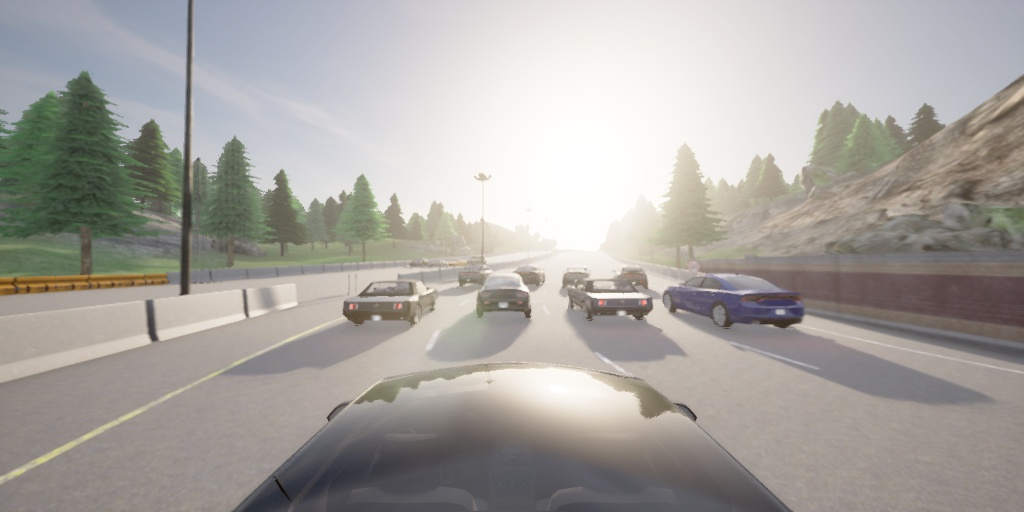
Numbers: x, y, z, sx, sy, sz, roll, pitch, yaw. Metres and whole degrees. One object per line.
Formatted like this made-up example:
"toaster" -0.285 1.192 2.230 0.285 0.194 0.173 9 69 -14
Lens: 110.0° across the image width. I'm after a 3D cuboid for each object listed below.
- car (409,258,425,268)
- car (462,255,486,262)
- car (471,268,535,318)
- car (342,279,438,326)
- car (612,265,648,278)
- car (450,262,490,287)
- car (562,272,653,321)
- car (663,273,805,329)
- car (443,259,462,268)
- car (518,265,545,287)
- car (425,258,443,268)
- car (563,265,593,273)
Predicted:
"car" -16.186 1.096 62.592 2.097 1.767 4.553 0 1 13
"car" -5.954 0.925 60.313 2.150 2.045 5.566 0 1 13
"car" -0.263 1.355 13.354 1.812 1.442 4.674 0 0 0
"car" -3.760 1.428 12.054 1.895 1.301 4.718 0 0 -1
"car" 7.995 1.373 24.362 1.837 1.490 4.892 0 0 12
"car" -2.374 1.402 26.063 2.128 1.511 4.902 0 0 12
"car" 3.214 1.422 12.834 1.895 1.301 4.718 0 0 -1
"car" 6.720 1.284 11.600 1.882 1.535 5.008 0 0 -3
"car" -9.366 1.194 61.073 1.882 1.535 5.008 0 1 13
"car" 1.332 1.372 26.653 1.882 1.535 5.008 0 0 12
"car" -12.775 1.293 61.842 1.994 1.385 4.181 0 1 13
"car" 4.541 1.373 24.940 2.128 1.511 4.902 0 0 12
